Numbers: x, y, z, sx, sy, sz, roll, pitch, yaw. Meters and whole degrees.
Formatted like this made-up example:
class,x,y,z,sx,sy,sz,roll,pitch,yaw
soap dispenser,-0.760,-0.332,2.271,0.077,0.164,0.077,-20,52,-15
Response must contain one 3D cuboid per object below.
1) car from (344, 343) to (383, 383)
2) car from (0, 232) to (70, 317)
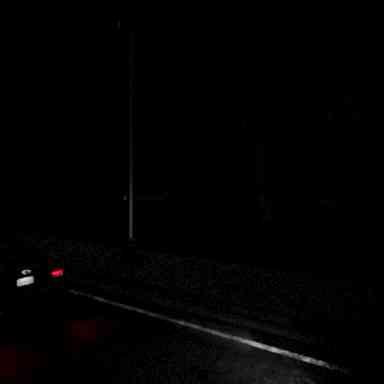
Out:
class,x,y,z,sx,sy,sz,roll,pitch,yaw
car,3.232,1.512,1.381,4.892,1.490,1.837,1,0,35
car,-4.811,1.524,6.989,5.357,1.411,2.033,0,0,35
